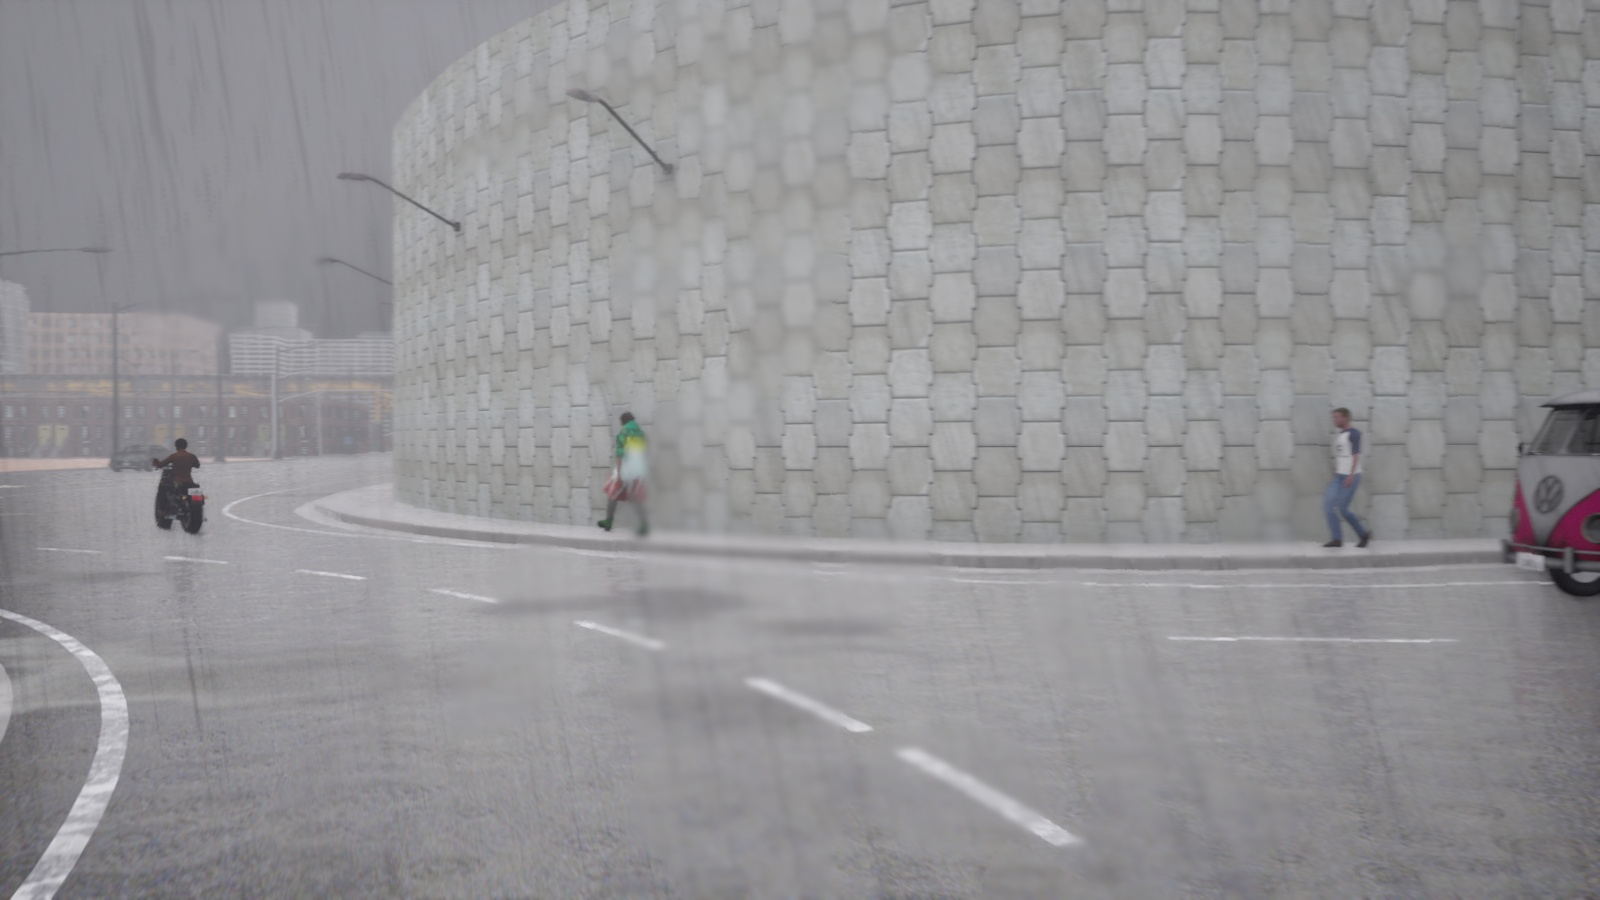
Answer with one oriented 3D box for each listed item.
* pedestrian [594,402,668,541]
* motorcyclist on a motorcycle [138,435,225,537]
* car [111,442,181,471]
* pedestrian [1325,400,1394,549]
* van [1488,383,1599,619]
[{"bbox_3d":[-2.450,0.301,18.216,0.873,1.952,0.659,0,0,42],"label":"pedestrian"},{"bbox_3d":[-10.641,0.588,21.554,0.766,1.649,2.350,0,0,-41],"label":"motorcyclist on a motorcycle"},{"bbox_3d":[-36.096,0.346,69.468,2.007,1.525,4.514,0,0,-7],"label":"car"},{"bbox_3d":[6.987,0.303,15.689,0.706,1.836,0.354,0,0,-5],"label":"pedestrian"},{"bbox_3d":[8.871,0.423,11.348,4.442,1.987,1.775,0,0,-7],"label":"van"}]
